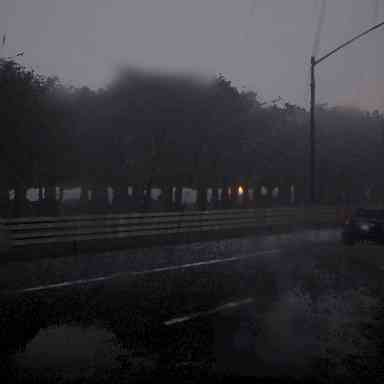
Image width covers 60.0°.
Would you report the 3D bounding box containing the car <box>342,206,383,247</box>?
[{"bbox_3d":[8.328,1.369,13.780,4.553,1.767,2.097,0,0,-33],"label":"car"}]
